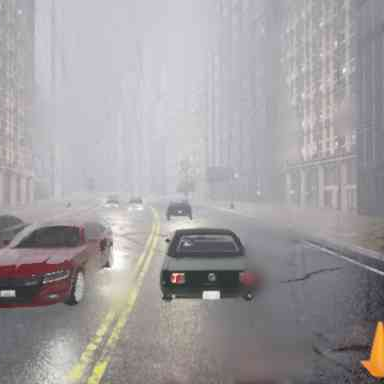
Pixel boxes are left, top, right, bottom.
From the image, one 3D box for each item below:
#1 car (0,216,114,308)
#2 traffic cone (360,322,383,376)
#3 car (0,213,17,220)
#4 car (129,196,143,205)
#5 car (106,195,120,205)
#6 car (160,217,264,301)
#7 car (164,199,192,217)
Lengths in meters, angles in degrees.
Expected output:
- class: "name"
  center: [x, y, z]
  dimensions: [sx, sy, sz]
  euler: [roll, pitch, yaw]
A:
- class: "car"
  center: [-3.188, 1.409, 8.064]
  dimensions: [1.882, 1.535, 5.008]
  euler: [0, 0, -2]
- class: "traffic cone"
  center: [2.351, 1.918, 4.153]
  dimensions: [0.340, 0.580, 0.340]
  euler: [0, 0, 1]
- class: "car"
  center: [-6.518, 1.393, 10.016]
  dimensions: [1.882, 1.535, 5.008]
  euler: [0, 1, -3]
- class: "car"
  center: [-8.247, 1.223, 48.676]
  dimensions: [1.895, 1.301, 4.718]
  euler: [0, 0, -12]
- class: "car"
  center: [-11.935, 1.146, 50.386]
  dimensions: [2.033, 1.411, 5.357]
  euler: [0, 0, -12]
- class: "car"
  center: [0.281, 1.532, 8.140]
  dimensions: [1.895, 1.301, 4.718]
  euler: [0, 0, -2]
- class: "car"
  center: [-1.128, 1.267, 26.390]
  dimensions: [1.882, 1.535, 5.008]
  euler: [0, 0, -6]
